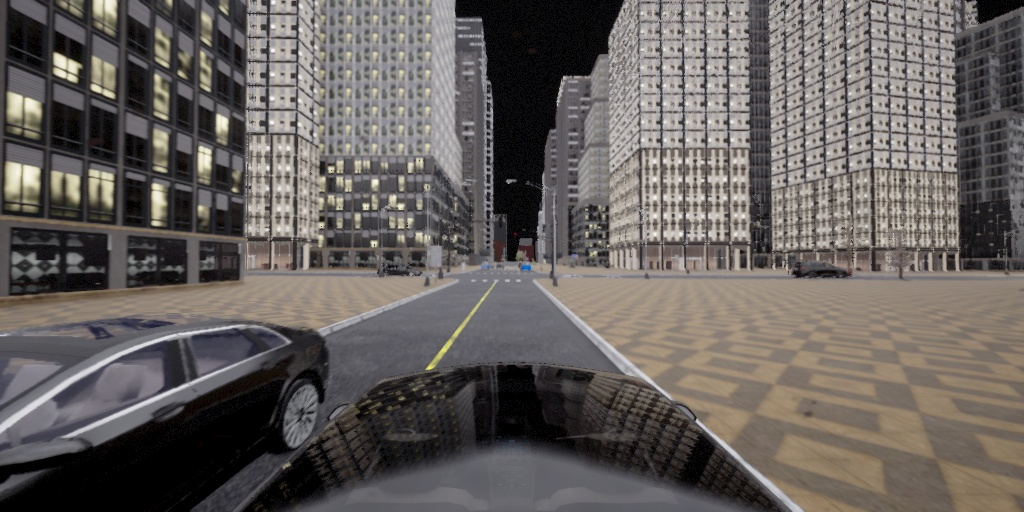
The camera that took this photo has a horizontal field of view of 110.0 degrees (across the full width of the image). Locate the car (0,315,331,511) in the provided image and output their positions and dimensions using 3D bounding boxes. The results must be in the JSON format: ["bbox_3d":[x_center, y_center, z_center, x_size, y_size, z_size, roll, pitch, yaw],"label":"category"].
[{"bbox_3d":[-3.102,1.251,2.369,2.128,1.511,4.902,0,-1,0],"label":"car"}]

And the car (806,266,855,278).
[{"bbox_3d":[43.058,2.159,48.484,5.008,1.535,1.882,0,-1,-2],"label":"car"}]

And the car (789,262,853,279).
[{"bbox_3d":[35.648,1.684,41.692,5.566,2.045,2.150,0,-1,-2],"label":"car"}]

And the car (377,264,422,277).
[{"bbox_3d":[-12.660,1.705,40.649,4.892,1.490,1.837,3,-1,-1],"label":"car"}]
